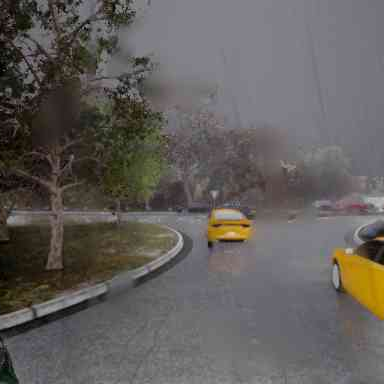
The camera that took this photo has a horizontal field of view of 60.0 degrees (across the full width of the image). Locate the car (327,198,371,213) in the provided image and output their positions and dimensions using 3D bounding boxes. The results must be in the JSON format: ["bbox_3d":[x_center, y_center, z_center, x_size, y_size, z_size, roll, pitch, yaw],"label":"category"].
[{"bbox_3d":[21.161,1.826,44.791,5.566,2.045,2.150,1,-1,-34],"label":"car"}]

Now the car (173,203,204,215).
[{"bbox_3d":[0.248,1.869,37.932,4.718,1.301,1.895,1,-1,-23],"label":"car"}]

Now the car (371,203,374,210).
[{"bbox_3d":[30.669,2.388,58.435,1.994,1.385,4.181,0,-1,36],"label":"car"}]

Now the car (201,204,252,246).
[{"bbox_3d":[1.584,1.566,15.853,1.882,1.535,5.008,0,-1,0],"label":"car"}]

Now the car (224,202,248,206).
[{"bbox_3d":[4.154,1.804,36.272,4.674,1.442,1.812,1,-1,-22],"label":"car"}]

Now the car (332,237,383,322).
[{"bbox_3d":[3.993,1.496,5.878,1.882,1.535,5.008,0,0,7],"label":"car"}]

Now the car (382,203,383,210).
[{"bbox_3d":[34.158,2.299,57.727,1.882,1.535,5.008,0,0,34],"label":"car"}]

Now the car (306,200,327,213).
[{"bbox_3d":[18.170,1.950,46.819,4.553,1.767,2.097,1,-1,-32],"label":"car"}]

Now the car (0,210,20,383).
[{"bbox_3d":[-3.854,1.206,1.357,5.566,2.045,2.150,1,-1,-43],"label":"car"}]
